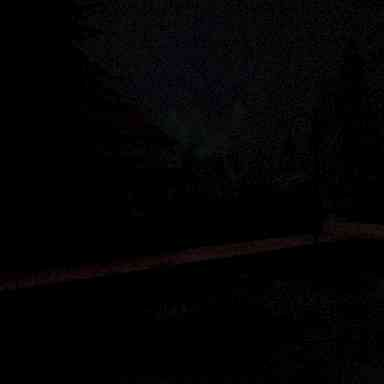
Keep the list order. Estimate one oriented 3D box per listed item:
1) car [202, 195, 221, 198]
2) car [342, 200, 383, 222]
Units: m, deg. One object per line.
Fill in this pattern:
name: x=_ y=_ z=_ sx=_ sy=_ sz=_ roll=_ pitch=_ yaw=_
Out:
car: x=2.515 y=1.185 z=37.341 sx=2.097 sy=1.767 sz=4.553 roll=0 pitch=0 yaw=-36
car: x=12.802 y=1.340 z=22.736 sx=1.837 sy=1.490 sz=4.892 roll=0 pitch=0 yaw=-32
